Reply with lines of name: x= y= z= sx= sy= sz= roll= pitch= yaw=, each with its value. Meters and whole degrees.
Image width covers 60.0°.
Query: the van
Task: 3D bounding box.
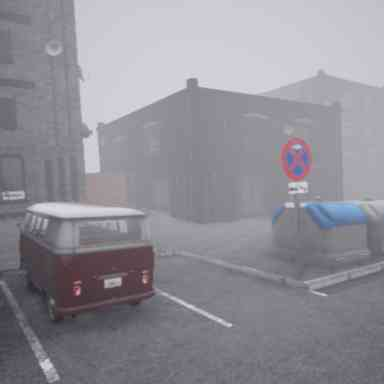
van: x=-2.574 y=1.252 z=7.312 sx=1.878 sy=1.987 sz=4.442 roll=0 pitch=0 yaw=-36
